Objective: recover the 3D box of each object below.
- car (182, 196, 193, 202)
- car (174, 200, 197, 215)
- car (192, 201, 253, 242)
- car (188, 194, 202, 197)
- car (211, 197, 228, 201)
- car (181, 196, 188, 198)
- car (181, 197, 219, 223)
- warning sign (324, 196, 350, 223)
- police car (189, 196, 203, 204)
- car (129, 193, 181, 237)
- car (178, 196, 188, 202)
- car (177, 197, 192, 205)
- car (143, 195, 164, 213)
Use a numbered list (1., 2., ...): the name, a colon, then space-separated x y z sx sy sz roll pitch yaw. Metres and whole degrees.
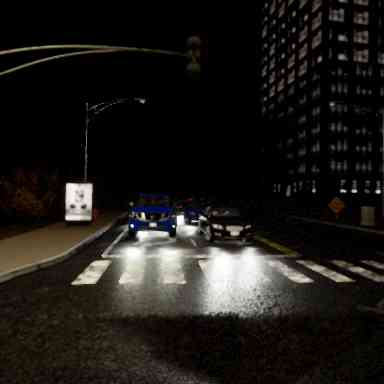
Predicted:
1. car: -1.148 1.727 82.984 1.882 1.535 5.008 1 0 -12
2. car: -0.716 1.558 34.669 1.895 1.301 4.718 1 0 -7
3. car: 1.455 1.399 15.716 2.128 1.511 4.902 1 0 -6
4. car: 0.271 1.290 52.038 2.150 2.045 5.566 1 0 -9
5. car: 4.287 1.671 46.967 1.994 1.385 4.181 1 0 -8
6. car: -2.077 1.515 45.025 1.812 1.442 4.674 1 0 -9
7. car: 0.463 1.408 24.950 1.882 1.535 5.008 1 0 -6
8. warning sign: 10.162 1.198 23.408 1.300 1.860 1.060 0 -1 -6
9. police car: 0.801 1.641 73.192 1.930 1.638 5.238 1 0 -11
10. car: -1.963 1.079 17.207 2.150 2.045 5.566 1 0 -6
11. car: -2.406 1.797 88.908 1.812 1.442 4.674 1 0 -12
12. car: -1.464 1.652 62.526 2.033 1.411 5.357 1 0 -10
13. car: -4.294 1.261 36.993 2.097 1.767 4.553 1 0 -8
